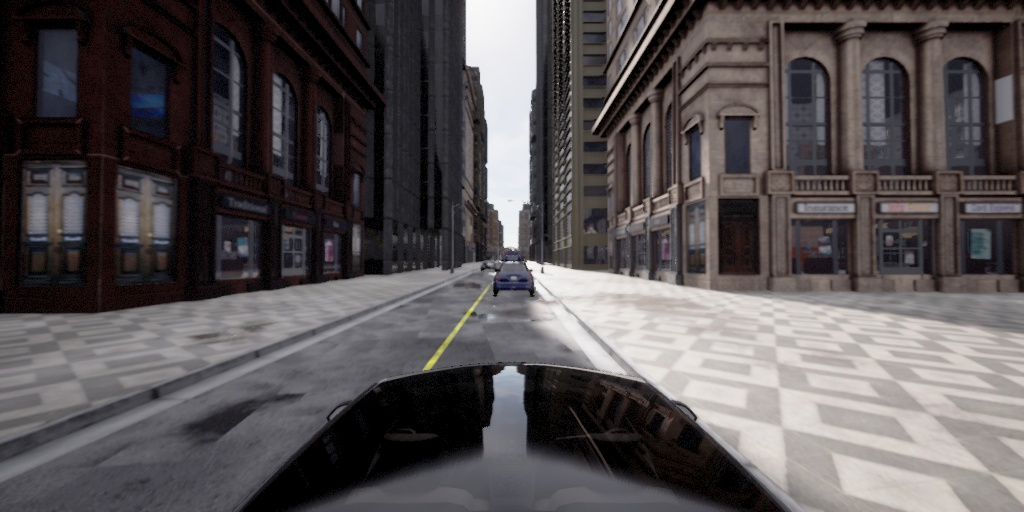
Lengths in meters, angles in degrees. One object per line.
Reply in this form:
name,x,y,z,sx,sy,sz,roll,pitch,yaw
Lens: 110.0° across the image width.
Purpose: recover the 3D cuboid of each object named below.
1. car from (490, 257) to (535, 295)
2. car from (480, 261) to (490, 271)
car,0.099,1.090,19.571,2.097,1.767,4.553,0,0,0
car,-3.062,1.304,47.426,1.994,1.385,4.181,0,0,0
